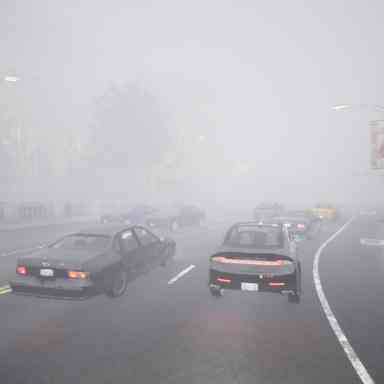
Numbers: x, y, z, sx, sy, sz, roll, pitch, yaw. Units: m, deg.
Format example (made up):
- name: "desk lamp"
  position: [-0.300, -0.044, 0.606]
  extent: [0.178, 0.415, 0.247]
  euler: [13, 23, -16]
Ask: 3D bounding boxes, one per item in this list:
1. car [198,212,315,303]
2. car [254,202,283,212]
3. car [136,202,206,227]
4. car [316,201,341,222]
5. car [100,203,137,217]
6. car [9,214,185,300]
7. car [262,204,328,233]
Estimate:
- name: "car"
  position: [1.680, 1.492, 8.327]
  extent: [2.128, 1.511, 4.902]
  euler: [0, 0, 15]
- name: "car"
  position: [6.227, 1.490, 25.515]
  extent: [2.128, 1.511, 4.902]
  euler: [0, 0, 29]
- name: "car"
  position: [-0.917, 1.498, 20.335]
  extent: [1.882, 1.535, 5.008]
  euler: [0, 0, 30]
- name: "car"
  position: [10.542, 1.456, 26.247]
  extent: [1.801, 1.575, 5.366]
  euler: [0, 0, 30]
- name: "car"
  position: [-3.939, 1.482, 22.102]
  extent: [1.882, 1.535, 5.008]
  euler: [0, 0, 30]
- name: "car"
  position: [-2.021, 1.548, 8.617]
  extent: [2.033, 1.411, 5.357]
  euler: [0, 0, 16]
- name: "car"
  position: [5.531, 1.547, 17.286]
  extent: [2.033, 1.411, 5.357]
  euler: [0, 0, 29]
